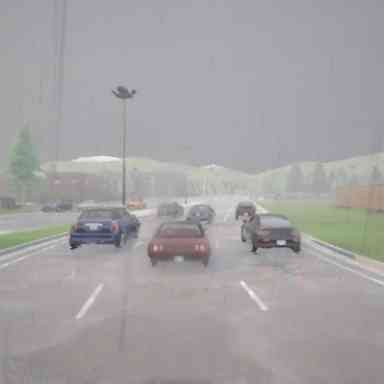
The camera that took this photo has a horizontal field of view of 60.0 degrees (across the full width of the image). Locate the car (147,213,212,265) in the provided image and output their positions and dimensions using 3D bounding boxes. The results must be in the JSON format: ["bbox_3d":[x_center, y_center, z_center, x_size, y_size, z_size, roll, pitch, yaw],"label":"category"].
[{"bbox_3d":[-0.382,1.662,11.834,1.895,1.301,4.718,0,0,0],"label":"car"}]

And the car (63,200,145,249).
[{"bbox_3d":[-3.746,1.431,15.101,2.097,1.767,4.553,0,0,3],"label":"car"}]

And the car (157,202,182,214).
[{"bbox_3d":[-1.986,1.653,31.525,2.128,1.511,4.902,0,0,8],"label":"car"}]

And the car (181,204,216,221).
[{"bbox_3d":[0.788,1.682,26.279,2.033,1.411,5.357,0,0,8],"label":"car"}]

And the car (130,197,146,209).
[{"bbox_3d":[-8.009,1.593,47.123,2.097,1.767,4.553,0,0,8],"label":"car"}]

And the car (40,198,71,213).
[{"bbox_3d":[-16.126,1.557,39.919,2.097,1.767,4.553,0,0,8],"label":"car"}]

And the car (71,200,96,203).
[{"bbox_3d":[-12.468,1.735,40.771,1.812,1.442,4.674,0,0,8],"label":"car"}]

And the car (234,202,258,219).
[{"bbox_3d":[5.006,1.663,30.968,1.837,1.490,4.892,0,0,8],"label":"car"}]

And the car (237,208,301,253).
[{"bbox_3d":[3.167,1.597,13.879,1.812,1.442,4.674,0,0,1],"label":"car"}]
